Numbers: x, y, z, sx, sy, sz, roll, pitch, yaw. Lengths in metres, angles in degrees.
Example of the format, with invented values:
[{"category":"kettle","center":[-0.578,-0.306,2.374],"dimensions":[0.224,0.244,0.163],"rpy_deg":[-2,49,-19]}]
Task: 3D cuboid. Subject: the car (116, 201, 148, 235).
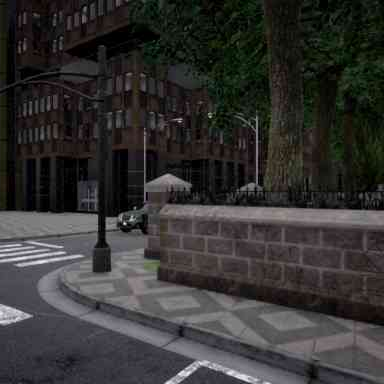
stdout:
[{"category":"car","center":[-2.395,1.584,22.018],"dimensions":[2.150,2.045,5.566],"rpy_deg":[0,-1,35]}]
